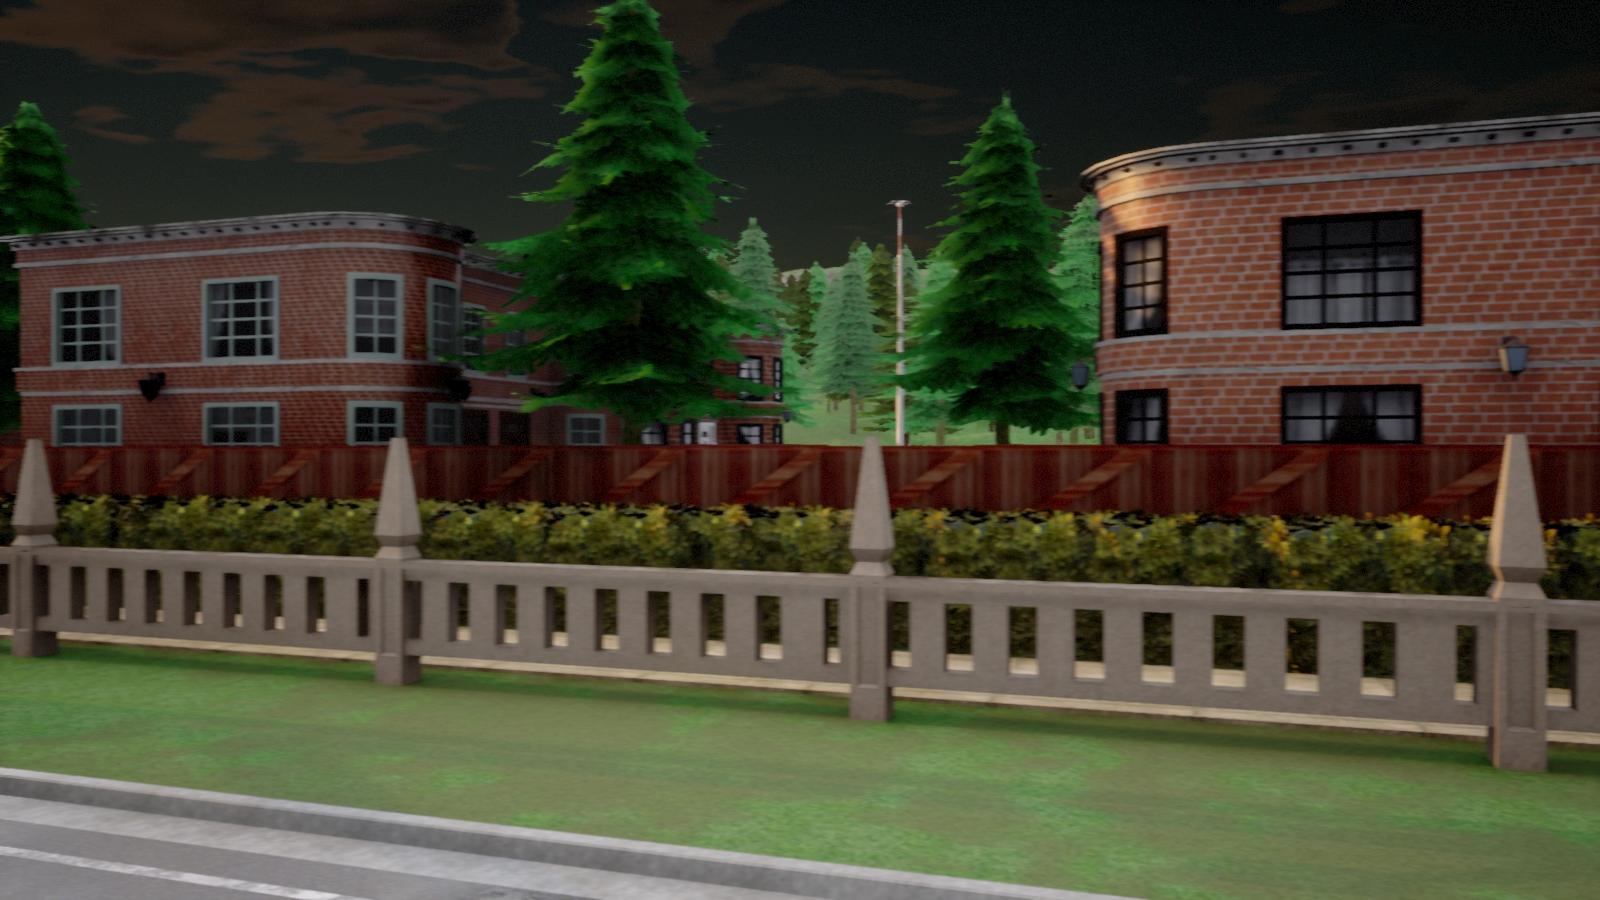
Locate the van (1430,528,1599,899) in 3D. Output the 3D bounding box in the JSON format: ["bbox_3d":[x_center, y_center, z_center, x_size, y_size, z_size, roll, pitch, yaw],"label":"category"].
[{"bbox_3d":[4.070,1.532,1.149,5.915,2.561,1.988,0,0,32],"label":"van"}]
